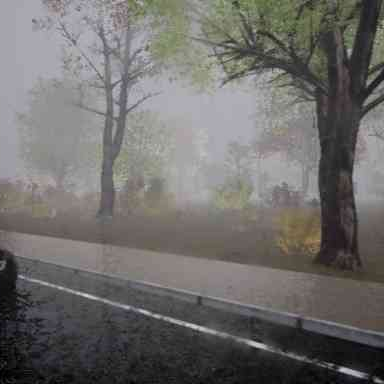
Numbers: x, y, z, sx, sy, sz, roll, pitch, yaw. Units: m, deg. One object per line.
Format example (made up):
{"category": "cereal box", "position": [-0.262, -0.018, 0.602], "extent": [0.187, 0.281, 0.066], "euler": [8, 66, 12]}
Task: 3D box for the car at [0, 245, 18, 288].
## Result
{"category": "car", "position": [-6.031, 1.547, 7.974], "extent": [4.181, 1.385, 1.994], "euler": [0, 0, 35]}
